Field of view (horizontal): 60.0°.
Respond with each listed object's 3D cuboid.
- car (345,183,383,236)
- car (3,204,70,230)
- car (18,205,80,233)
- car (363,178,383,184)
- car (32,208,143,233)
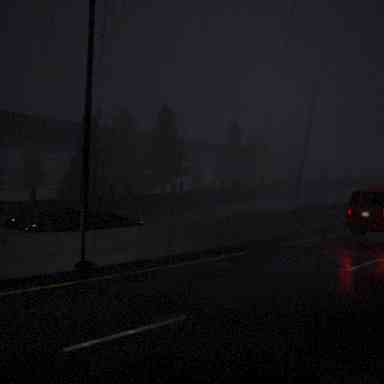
[{"bbox_3d":[8.864,0.783,14.375,5.566,2.045,2.150,-4,2,-35],"label":"car"},{"bbox_3d":[-8.316,1.458,19.558,4.902,1.511,2.128,-1,1,-36],"label":"car"},{"bbox_3d":[-6.149,1.529,16.805,4.181,1.385,1.994,-1,1,-36],"label":"car"},{"bbox_3d":[23.268,-0.974,42.083,4.892,1.490,1.837,-5,3,-35],"label":"car"},{"bbox_3d":[-4.120,1.529,13.953,4.181,1.385,1.994,-1,1,-36],"label":"car"}]
